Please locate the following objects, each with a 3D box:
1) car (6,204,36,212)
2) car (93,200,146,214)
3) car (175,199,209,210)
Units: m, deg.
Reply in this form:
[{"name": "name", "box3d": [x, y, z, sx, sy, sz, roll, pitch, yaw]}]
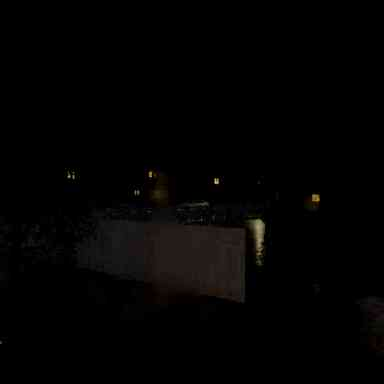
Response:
[{"name": "car", "box3d": [-13.553, 1.470, 23.722, 2.033, 1.411, 5.357, 4, 2, 38]}, {"name": "car", "box3d": [-6.838, 1.506, 31.937, 2.033, 1.411, 5.357, 4, 2, 42]}, {"name": "car", "box3d": [0.093, 1.561, 39.027, 4.674, 1.442, 1.812, 1, 2, -43]}]
